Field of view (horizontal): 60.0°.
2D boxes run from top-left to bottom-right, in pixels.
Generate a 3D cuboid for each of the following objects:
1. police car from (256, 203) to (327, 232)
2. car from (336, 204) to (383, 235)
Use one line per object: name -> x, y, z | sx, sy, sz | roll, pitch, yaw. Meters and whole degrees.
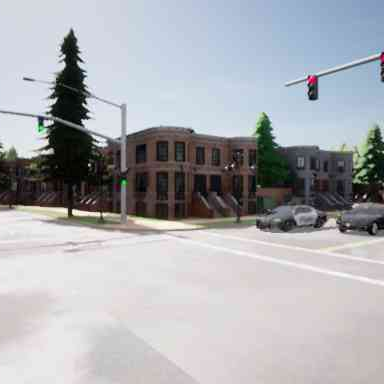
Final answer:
police car -> 5.893, 1.479, 19.882 | 4.974, 1.542, 2.038 | 0, 0, -37
car -> 10.053, 1.488, 18.728 | 4.892, 1.490, 1.837 | 0, 0, -37
